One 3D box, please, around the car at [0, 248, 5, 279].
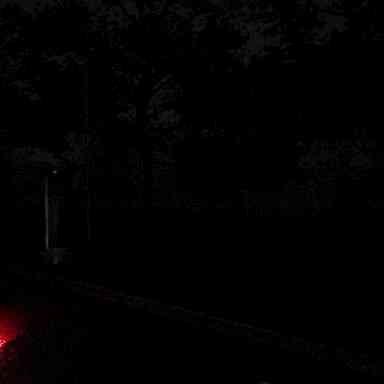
[{"bbox_3d":[-6.336,1.496,7.902,4.902,1.511,2.128,0,0,36],"label":"car"}]
